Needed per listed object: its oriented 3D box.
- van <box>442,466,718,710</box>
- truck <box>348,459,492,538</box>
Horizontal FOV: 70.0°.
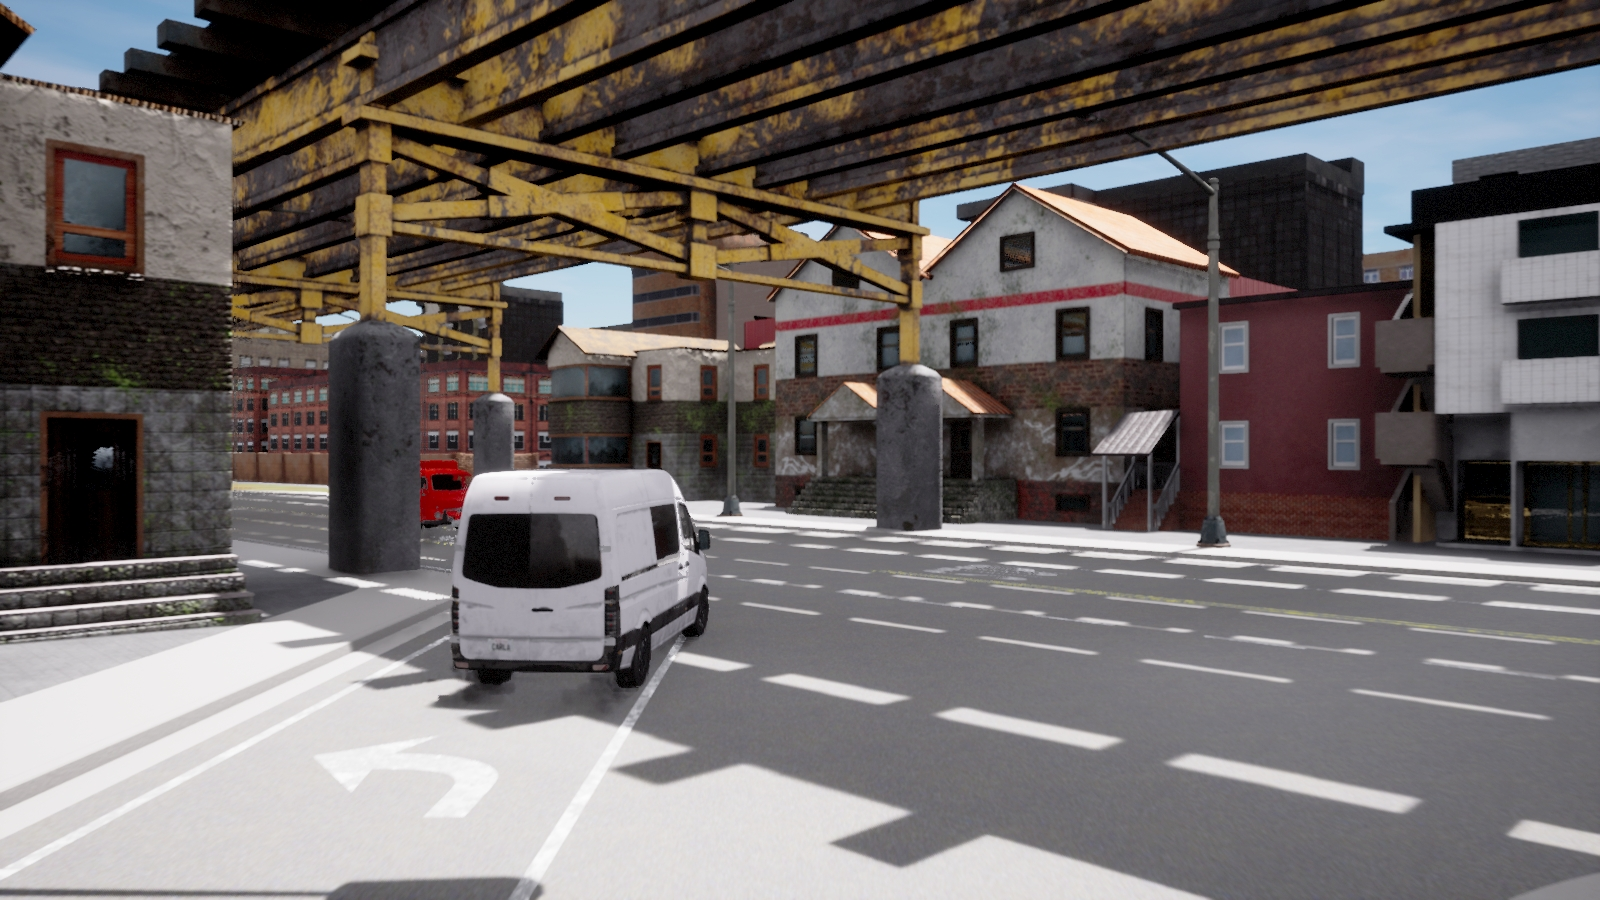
[{"bbox_3d":[-2.630,1.534,15.420,1.988,2.561,5.915,0,0,6],"label":"van"},{"bbox_3d":[-13.021,1.567,38.993,2.627,2.467,5.204,0,0,-44],"label":"truck"}]
